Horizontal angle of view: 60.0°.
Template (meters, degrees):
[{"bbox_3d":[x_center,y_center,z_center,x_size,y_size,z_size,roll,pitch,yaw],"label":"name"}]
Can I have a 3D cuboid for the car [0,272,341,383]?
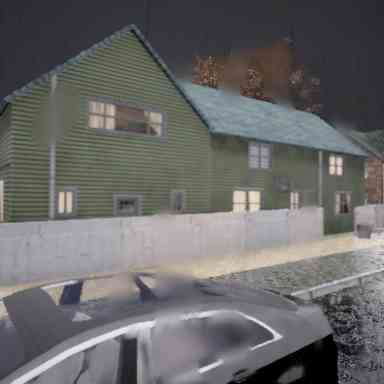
[{"bbox_3d":[-0.915,1.491,2.396,4.902,1.511,2.128,0,0,-35],"label":"car"}]
